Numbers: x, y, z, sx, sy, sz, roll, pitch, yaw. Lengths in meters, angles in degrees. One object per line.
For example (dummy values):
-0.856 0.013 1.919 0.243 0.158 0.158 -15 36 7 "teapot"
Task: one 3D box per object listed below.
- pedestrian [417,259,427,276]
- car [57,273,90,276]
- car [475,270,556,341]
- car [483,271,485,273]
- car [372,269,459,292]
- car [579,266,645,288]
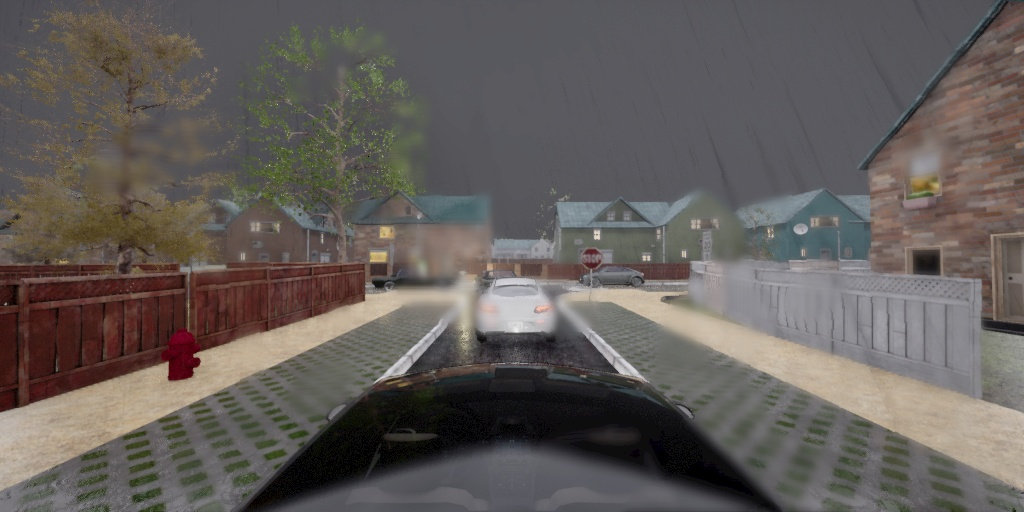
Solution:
-6.709 1.118 26.808 0.375 1.860 0.375 0 -1 1 "pedestrian"
-25.614 1.632 21.186 4.718 1.301 1.895 -1 -1 1 "car"
0.100 1.279 9.721 1.812 1.442 4.674 0 0 0 "car"
-0.762 1.366 18.540 1.895 1.301 4.718 0 -1 -12 "car"
-5.489 1.416 20.923 4.718 1.301 1.895 -1 -1 1 "car"
6.531 1.344 23.717 4.181 1.385 1.994 -1 -1 1 "car"
